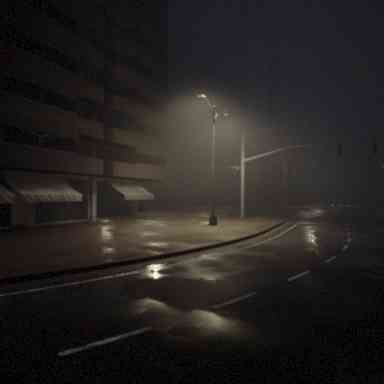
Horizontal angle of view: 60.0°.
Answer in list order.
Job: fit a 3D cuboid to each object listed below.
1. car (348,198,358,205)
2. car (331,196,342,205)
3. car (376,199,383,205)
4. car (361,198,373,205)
[{"bbox_3d":[37.077,2.217,76.548,1.882,1.535,5.008,0,0,24],"label":"car"},{"bbox_3d":[33.881,1.946,77.970,2.150,2.045,5.566,0,0,24],"label":"car"},{"bbox_3d":[46.347,2.385,80.027,1.994,1.385,4.181,0,0,24],"label":"car"},{"bbox_3d":[42.997,2.335,81.114,1.812,1.442,4.674,0,0,24],"label":"car"}]
